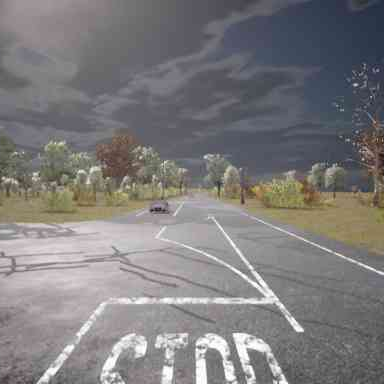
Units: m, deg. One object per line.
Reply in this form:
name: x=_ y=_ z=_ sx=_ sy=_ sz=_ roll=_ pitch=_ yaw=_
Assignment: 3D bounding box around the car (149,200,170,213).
car: x=-3.458 y=1.548 z=35.915 sx=1.994 sy=1.385 sz=4.181 roll=0 pitch=0 yaw=0
